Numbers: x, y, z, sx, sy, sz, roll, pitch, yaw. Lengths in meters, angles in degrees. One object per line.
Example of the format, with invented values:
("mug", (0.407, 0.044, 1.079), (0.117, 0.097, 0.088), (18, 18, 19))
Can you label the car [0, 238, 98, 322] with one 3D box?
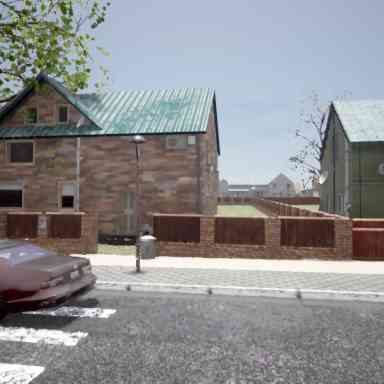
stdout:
("car", (-4.755, 1.683, 6.921), (5.357, 1.411, 2.033), (0, -2, 10))
